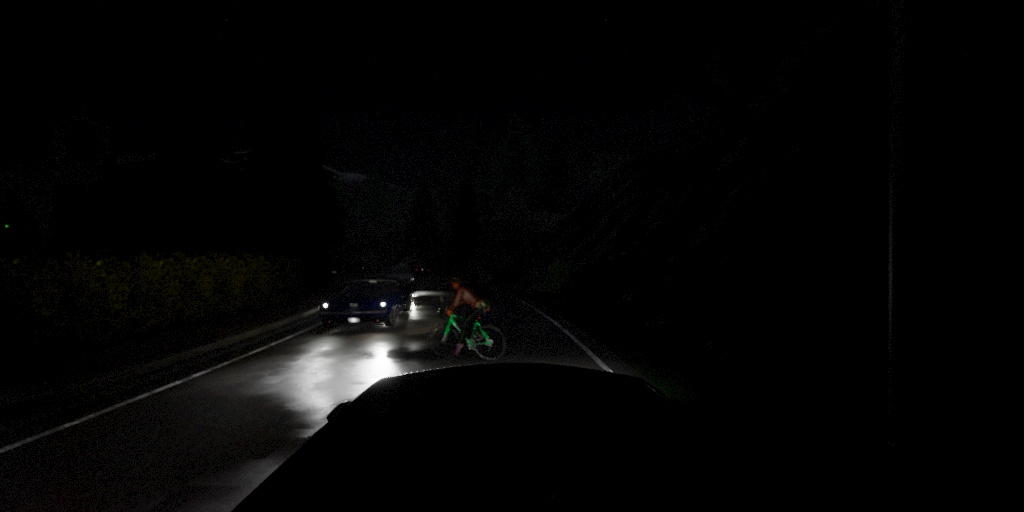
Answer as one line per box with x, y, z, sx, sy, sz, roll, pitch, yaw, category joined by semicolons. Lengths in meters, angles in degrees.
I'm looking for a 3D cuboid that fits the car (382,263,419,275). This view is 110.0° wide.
-7.121;1.324;22.525;1.812;1.442;4.674;0;0;-20;car

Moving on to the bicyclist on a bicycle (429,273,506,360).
-0.897;1.203;6.911;1.656;1.620;0.582;-2;0;19;bicyclist on a bicycle

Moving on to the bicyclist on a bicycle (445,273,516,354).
-0.740;1.209;8.073;1.656;1.620;0.582;-3;-2;43;bicyclist on a bicycle

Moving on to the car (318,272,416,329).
-4.458;1.374;11.569;1.895;1.301;4.718;0;0;-8;car

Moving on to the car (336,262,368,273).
-19.975;1.413;44.732;4.181;1.385;1.994;0;0;28;car

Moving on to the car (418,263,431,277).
-10.051;1.378;36.544;2.033;1.411;5.357;0;0;-35;car
